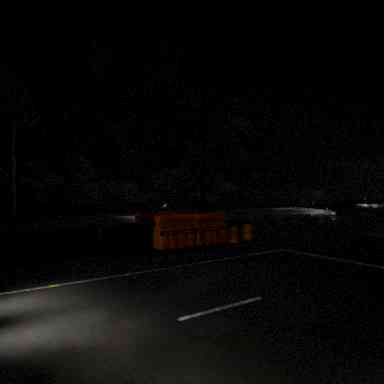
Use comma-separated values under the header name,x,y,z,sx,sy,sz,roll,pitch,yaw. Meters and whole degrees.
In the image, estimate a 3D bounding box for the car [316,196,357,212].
name,x,y,z,sx,sy,sz,roll,pitch,yaw
car,16.325,1.472,37.158,4.718,1.301,1.895,0,0,-36

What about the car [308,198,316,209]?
name,x,y,z,sx,sy,sz,roll,pitch,yaw
car,17.320,1.332,42.168,5.008,1.535,1.882,0,0,-36

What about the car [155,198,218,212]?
name,x,y,z,sx,sy,sz,roll,pitch,yaw
car,-0.313,1.465,25.273,4.892,1.490,1.837,0,0,-36

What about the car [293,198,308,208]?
name,x,y,z,sx,sy,sz,roll,pitch,yaw
car,15.986,1.451,45.516,4.718,1.301,1.895,0,0,-36

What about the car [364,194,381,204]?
name,x,y,z,sx,sy,sz,roll,pitch,yaw
car,31.015,1.121,56.197,4.553,1.767,2.097,0,0,-35

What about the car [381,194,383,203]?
name,x,y,z,sx,sy,sz,roll,pitch,yaw
car,32.570,1.297,53.023,4.674,1.442,1.812,0,0,-35
